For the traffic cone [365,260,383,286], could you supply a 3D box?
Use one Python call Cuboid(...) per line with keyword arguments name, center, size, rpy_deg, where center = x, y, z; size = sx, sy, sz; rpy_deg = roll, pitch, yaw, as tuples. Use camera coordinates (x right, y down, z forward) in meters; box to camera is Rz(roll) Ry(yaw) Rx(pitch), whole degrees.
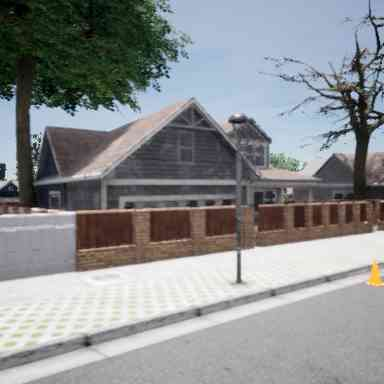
Cuboid(name="traffic cone", center=(4.470, 1.949, 8.113), size=(0.340, 0.580, 0.340), rpy_deg=(0, 0, -34))
